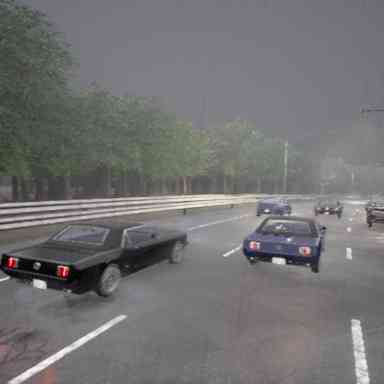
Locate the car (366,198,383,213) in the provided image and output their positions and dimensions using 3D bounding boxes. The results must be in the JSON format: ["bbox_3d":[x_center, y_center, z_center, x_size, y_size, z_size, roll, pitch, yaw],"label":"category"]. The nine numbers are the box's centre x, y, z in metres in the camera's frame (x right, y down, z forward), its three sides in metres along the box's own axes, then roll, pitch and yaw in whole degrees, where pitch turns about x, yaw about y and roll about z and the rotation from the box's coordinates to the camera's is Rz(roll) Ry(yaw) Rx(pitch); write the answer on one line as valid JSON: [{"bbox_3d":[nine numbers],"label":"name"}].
[{"bbox_3d":[20.280,1.419,36.509,1.994,1.385,4.181,2,1,29],"label":"car"}]

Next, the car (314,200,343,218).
[{"bbox_3d":[11.028,1.286,26.583,1.895,1.301,4.718,2,1,27],"label":"car"}]

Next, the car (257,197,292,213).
[{"bbox_3d":[6.146,1.098,24.659,1.812,1.442,4.674,2,1,27],"label":"car"}]

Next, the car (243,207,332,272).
[{"bbox_3d":[3.080,1.382,10.201,1.895,1.301,4.718,2,2,25],"label":"car"}]

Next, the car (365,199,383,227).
[{"bbox_3d":[11.613,1.297,20.052,2.128,1.511,4.902,2,1,27],"label":"car"}]

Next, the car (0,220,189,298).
[{"bbox_3d":[-1.787,1.321,7.928,1.895,1.301,4.718,2,2,24],"label":"car"}]
